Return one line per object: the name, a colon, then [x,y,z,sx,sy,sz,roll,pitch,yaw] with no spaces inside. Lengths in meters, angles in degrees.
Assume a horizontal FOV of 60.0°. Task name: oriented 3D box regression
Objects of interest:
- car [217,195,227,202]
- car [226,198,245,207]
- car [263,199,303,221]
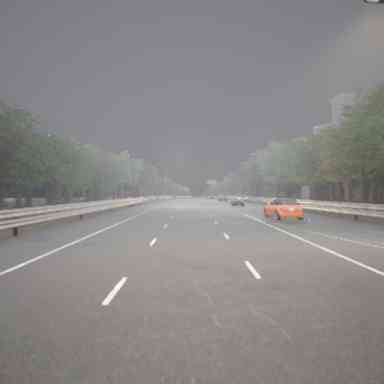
car: [7.087,1.465,77.671,2.097,1.767,4.553,0,0,0]
car: [7.015,1.616,52.459,1.895,1.301,4.718,0,0,0]
car: [7.468,1.366,27.683,2.097,1.767,4.553,0,0,-5]
